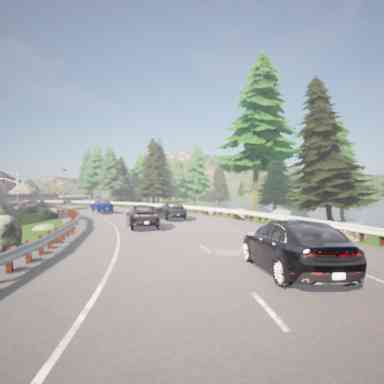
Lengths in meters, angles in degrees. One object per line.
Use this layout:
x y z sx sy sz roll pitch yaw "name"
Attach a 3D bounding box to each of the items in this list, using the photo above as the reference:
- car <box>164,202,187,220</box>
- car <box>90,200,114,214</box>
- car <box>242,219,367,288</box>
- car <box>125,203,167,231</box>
-1.891 1.629 28.773 2.128 1.511 4.902 0 0 -19 "car"
-10.790 1.715 39.630 1.882 1.535 5.008 0 0 -29 "car"
2.793 1.530 9.367 1.837 1.490 4.892 0 0 -7 "car"
-3.299 1.608 21.898 2.128 1.511 4.902 0 0 -15 "car"
